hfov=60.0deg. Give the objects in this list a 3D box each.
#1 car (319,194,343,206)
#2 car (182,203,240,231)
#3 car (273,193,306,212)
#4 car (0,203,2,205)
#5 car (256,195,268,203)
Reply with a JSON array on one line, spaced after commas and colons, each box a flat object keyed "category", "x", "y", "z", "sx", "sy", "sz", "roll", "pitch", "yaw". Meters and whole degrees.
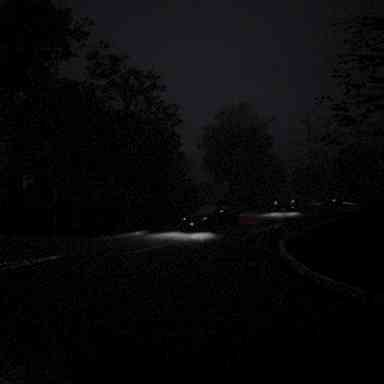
[{"category": "car", "x": 16.095, "y": 0.883, "z": 38.691, "sx": 1.994, "sy": 1.385, "sz": 4.181, "roll": -2, "pitch": 0, "yaw": 12}, {"category": "car", "x": 1.284, "y": 1.428, "z": 20.202, "sx": 1.812, "sy": 1.442, "sz": 4.674, "roll": -3, "pitch": -1, "yaw": 34}, {"category": "car", "x": 9.441, "y": 0.947, "z": 32.093, "sx": 2.097, "sy": 1.767, "sz": 4.553, "roll": -3, "pitch": -1, "yaw": 32}, {"category": "car", "x": -22.157, "y": 1.075, "z": 43.254, "sx": 1.882, "sy": 1.535, "sz": 5.008, "roll": -3, "pitch": -1, "yaw": 35}, {"category": "car", "x": 8.944, "y": 0.798, "z": 49.494, "sx": 4.902, "sy": 1.511, "sz": 2.128, "roll": 1, "pitch": 1, "yaw": 40}]
